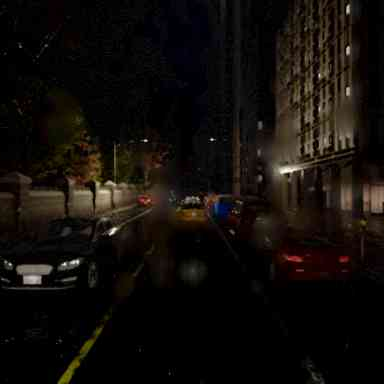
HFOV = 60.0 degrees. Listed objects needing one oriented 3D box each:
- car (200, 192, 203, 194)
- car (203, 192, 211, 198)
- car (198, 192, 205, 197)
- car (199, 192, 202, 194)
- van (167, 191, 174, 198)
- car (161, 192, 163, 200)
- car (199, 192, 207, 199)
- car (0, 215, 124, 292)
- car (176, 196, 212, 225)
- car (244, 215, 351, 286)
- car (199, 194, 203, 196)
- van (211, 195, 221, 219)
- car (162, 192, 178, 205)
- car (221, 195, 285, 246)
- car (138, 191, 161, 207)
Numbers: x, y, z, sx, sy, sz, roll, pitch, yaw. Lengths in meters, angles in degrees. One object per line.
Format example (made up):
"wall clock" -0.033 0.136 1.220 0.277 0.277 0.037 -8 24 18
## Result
"car" 2.695 1.139 54.354 1.947 1.339 4.313 1 1 0
"car" 2.697 1.110 42.992 1.967 1.590 4.097 1 0 0
"car" 2.695 0.732 93.362 1.752 1.417 4.829 1 1 0
"car" 2.695 0.954 76.340 1.802 1.307 4.206 1 1 0
"van" -5.683 0.604 87.624 1.690 1.788 3.998 1 1 0
"car" -5.685 1.148 48.545 1.752 1.417 4.829 1 0 0
"car" 2.696 0.758 81.956 1.967 1.590 4.097 1 1 0
"car" -3.100 1.428 8.907 2.128 1.511 4.902 0 0 0
"car" 0.101 1.292 22.306 1.801 1.575 5.366 0 0 0
"car" 2.696 1.519 8.905 1.802 1.307 4.206 0 0 0
"car" 0.096 1.273 42.667 1.895 1.301 4.718 0 0 0
"van" 2.698 1.149 25.948 1.690 1.788 3.998 1 0 0
"car" -3.082 1.105 49.572 2.128 1.511 4.902 0 0 0
"car" 2.698 1.210 14.587 2.192 1.841 5.009 0 0 0
"car" -5.682 0.984 43.032 2.192 1.841 5.009 1 0 0
